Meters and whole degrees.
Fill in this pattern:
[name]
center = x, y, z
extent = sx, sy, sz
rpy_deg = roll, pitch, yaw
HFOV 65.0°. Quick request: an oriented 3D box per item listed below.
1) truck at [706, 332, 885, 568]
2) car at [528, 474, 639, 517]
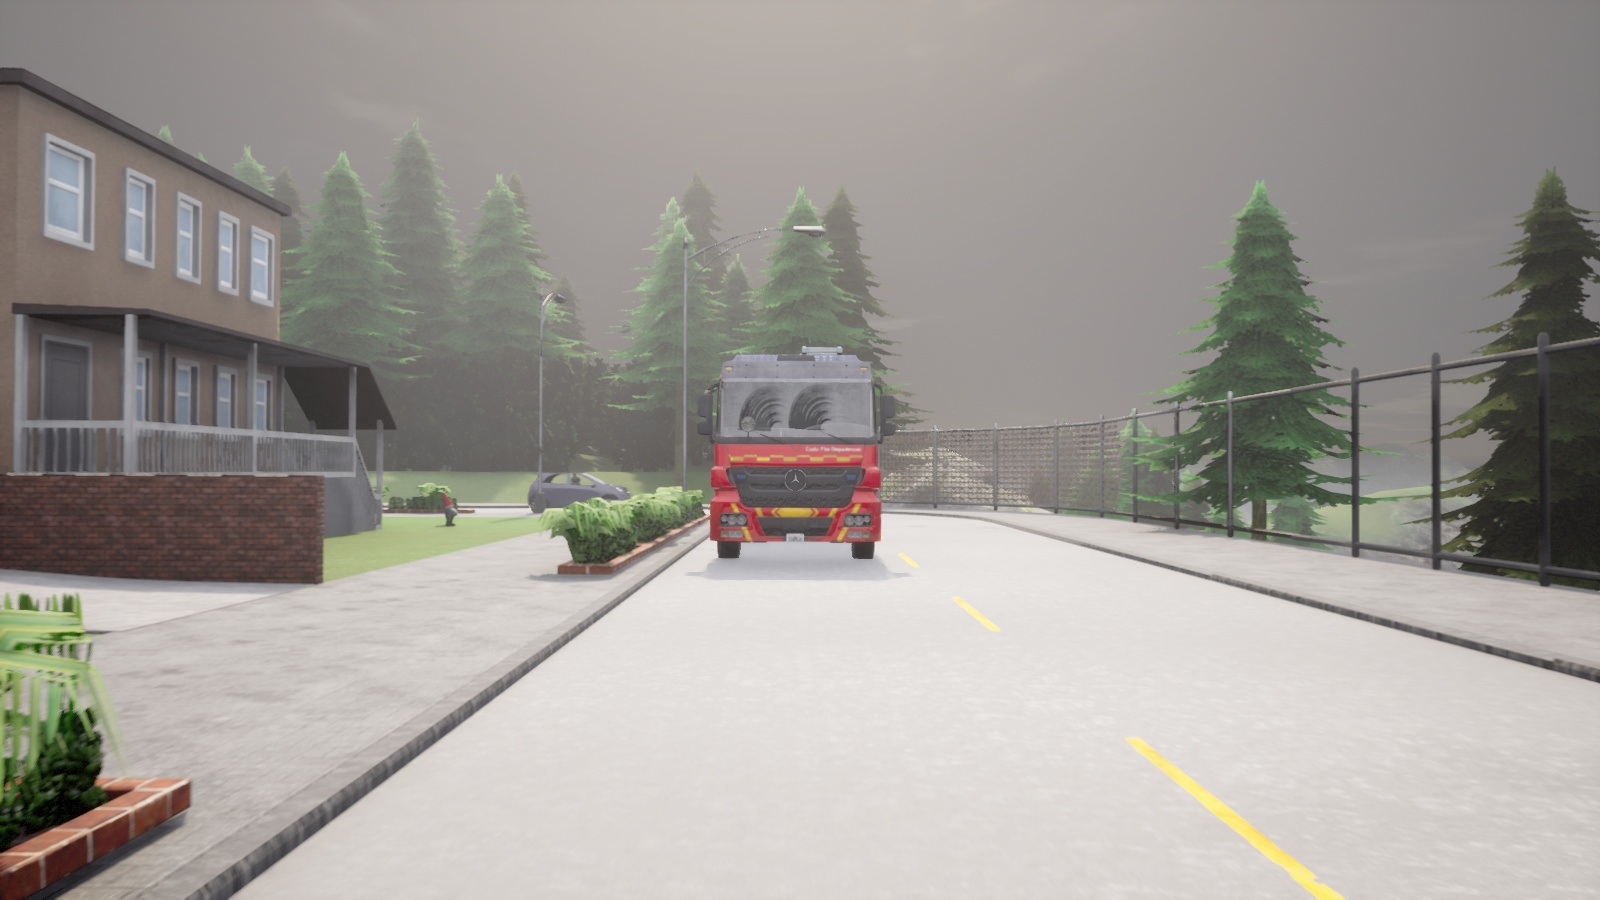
[truck]
center = -0.047, 0.063, 24.658
extent = 2.891, 3.827, 8.468
rpy_deg = 0, -1, 0
[car]
center = -7.718, 1.612, 44.932
extent = 3.633, 1.501, 1.845
rpy_deg = 0, -1, 1
